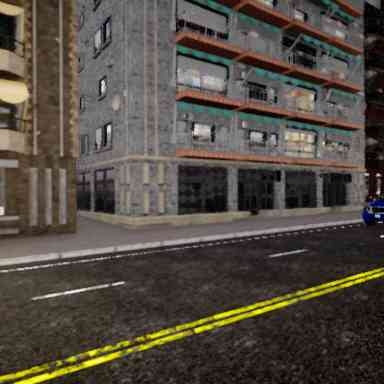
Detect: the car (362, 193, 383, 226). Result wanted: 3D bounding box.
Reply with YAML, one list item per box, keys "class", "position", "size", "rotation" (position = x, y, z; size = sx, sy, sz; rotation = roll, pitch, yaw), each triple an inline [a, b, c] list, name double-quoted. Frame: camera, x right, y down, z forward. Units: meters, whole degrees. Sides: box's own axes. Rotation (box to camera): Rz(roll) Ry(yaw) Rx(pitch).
- class: "car"
  position: [12.608, 0.955, 20.068]
  size: [5.566, 2.045, 2.150]
  rotation: [-1, 0, -34]
